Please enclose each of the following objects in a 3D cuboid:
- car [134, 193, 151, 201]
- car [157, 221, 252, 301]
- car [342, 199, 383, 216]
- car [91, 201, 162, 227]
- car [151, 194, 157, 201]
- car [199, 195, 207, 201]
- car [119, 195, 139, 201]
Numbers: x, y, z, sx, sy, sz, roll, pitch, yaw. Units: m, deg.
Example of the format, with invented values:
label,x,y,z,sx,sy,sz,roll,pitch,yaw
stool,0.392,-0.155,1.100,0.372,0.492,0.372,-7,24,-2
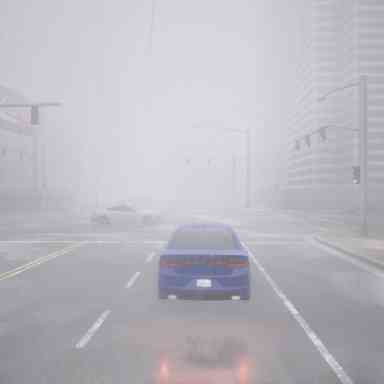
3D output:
label,x,y,z,sx,sy,sz,roll,pitch,yaw
car,-8.831,1.221,55.520,2.150,2.045,5.566,0,0,2
car,0.308,1.478,8.424,1.882,1.535,5.008,0,0,2
car,17.226,1.505,32.333,4.892,1.490,1.837,0,0,2
car,-4.363,1.525,22.226,4.674,1.442,1.812,0,0,1
car,-8.421,1.547,66.200,2.033,1.411,5.357,0,0,3
car,2.762,1.524,86.201,1.812,1.442,4.674,0,0,2
car,-9.143,1.564,46.176,1.994,1.385,4.181,0,0,2
